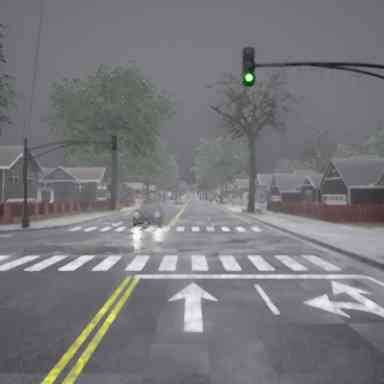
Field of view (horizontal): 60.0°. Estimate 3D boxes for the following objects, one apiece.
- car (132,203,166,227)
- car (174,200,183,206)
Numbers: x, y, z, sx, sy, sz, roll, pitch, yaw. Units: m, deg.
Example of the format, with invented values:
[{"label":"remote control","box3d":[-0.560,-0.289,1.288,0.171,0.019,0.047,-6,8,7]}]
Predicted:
[{"label":"car","box3d":[-3.230,1.634,25.622,2.097,1.767,4.553,0,-1,0]},{"label":"car","box3d":[-3.177,2.616,80.191,1.994,1.385,4.181,0,-1,0]}]
